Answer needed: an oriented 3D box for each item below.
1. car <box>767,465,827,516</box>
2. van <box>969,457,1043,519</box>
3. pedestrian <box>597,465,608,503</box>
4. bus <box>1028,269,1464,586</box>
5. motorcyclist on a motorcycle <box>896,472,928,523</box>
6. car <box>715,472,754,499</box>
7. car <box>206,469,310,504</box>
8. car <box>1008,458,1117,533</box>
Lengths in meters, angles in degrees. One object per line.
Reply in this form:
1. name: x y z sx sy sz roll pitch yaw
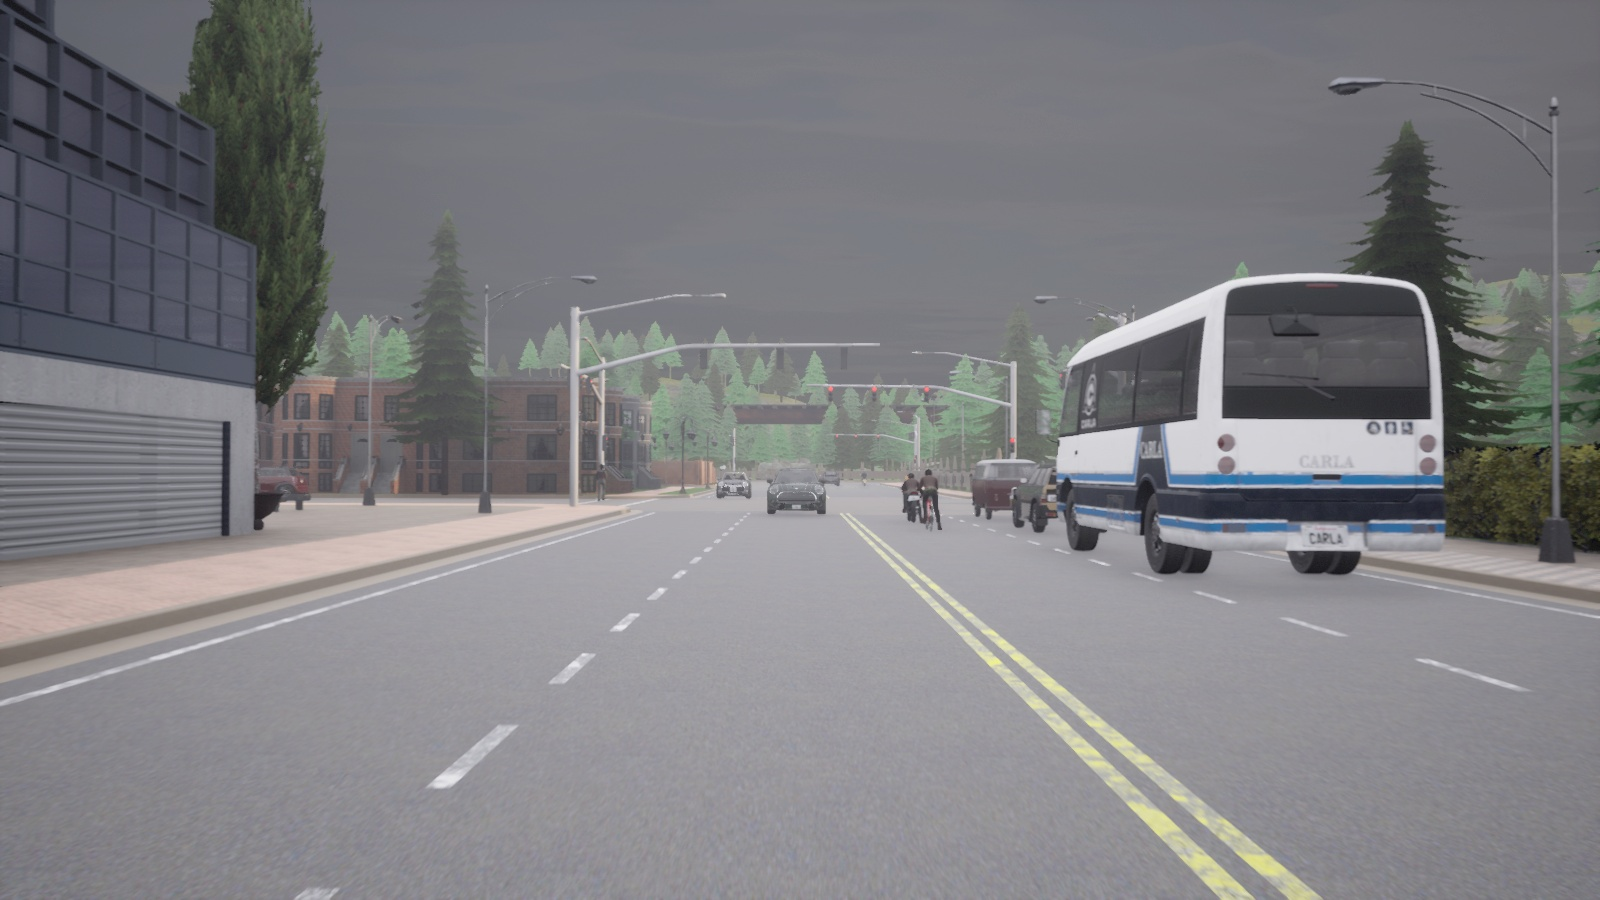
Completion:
1. car: -0.113 1.444 46.028 2.097 1.767 4.553 0 -1 0
2. van: 6.895 1.250 42.454 1.775 1.987 4.442 0 -1 0
3. pedestrian: -9.869 1.694 62.797 0.402 1.930 0.666 0 -1 2
4. bus: 6.941 -0.220 22.068 3.944 4.253 10.273 0 -1 0
5. motorcyclist on a motorcycle: 3.406 1.427 38.441 0.797 1.523 2.044 0 -1 0
6. car: -3.672 1.981 70.857 1.970 1.475 3.806 0 -1 0
7. car: -28.250 1.884 65.553 4.553 1.767 2.097 0 -1 -4
8. car: 6.918 1.166 33.561 1.932 1.855 4.605 0 -1 0
